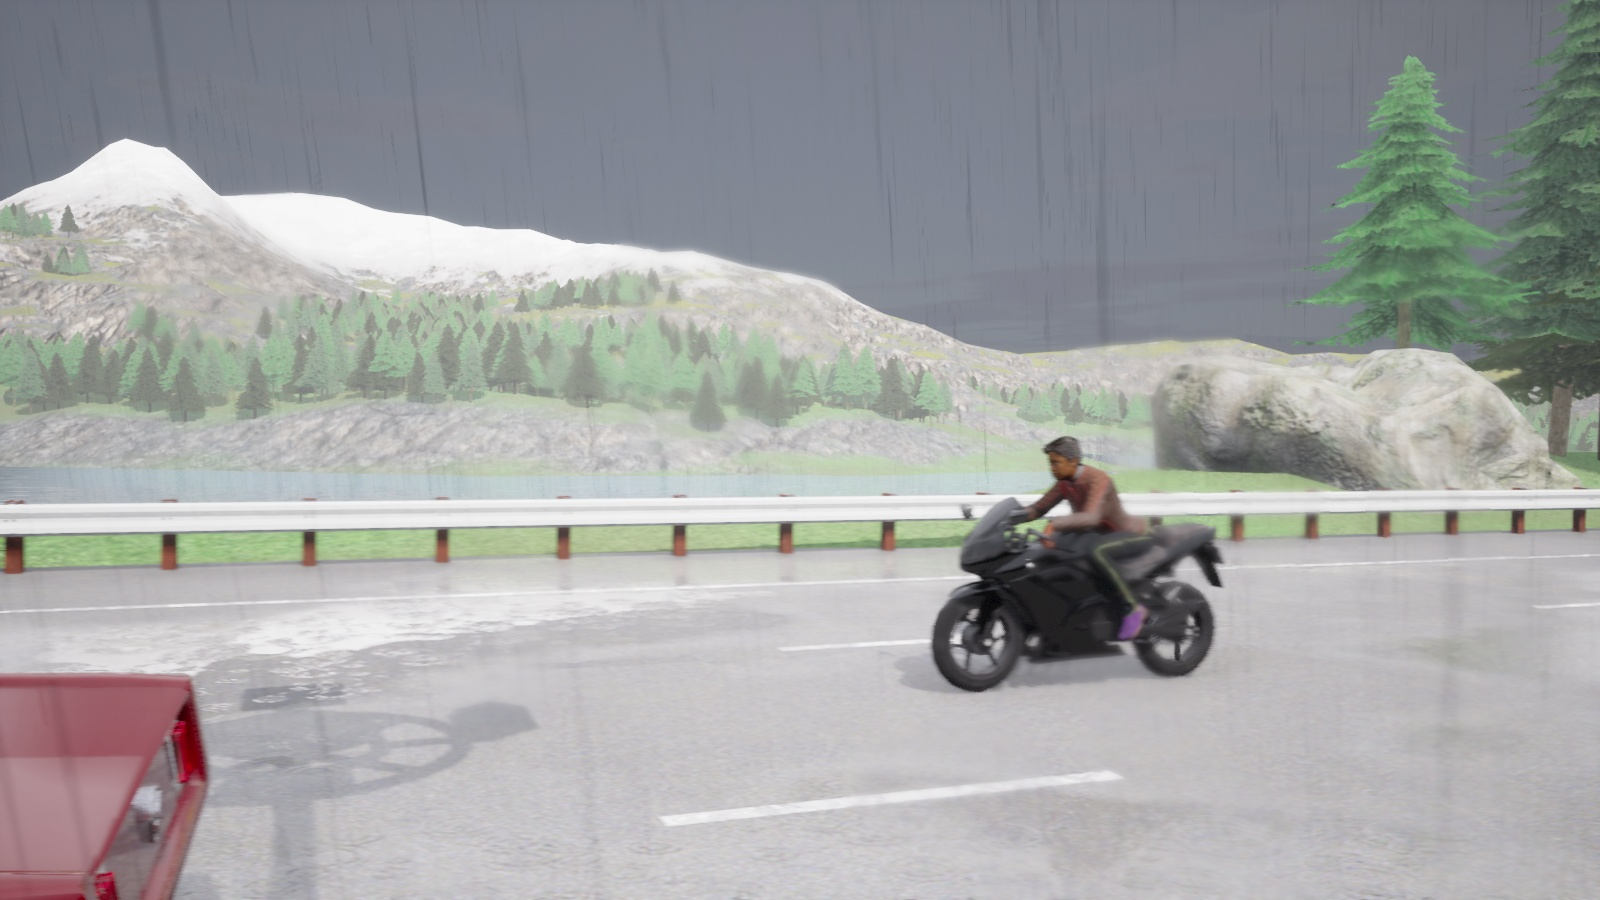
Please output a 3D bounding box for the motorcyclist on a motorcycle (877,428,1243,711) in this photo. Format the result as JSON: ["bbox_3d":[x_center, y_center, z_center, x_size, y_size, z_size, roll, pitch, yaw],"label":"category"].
[{"bbox_3d":[1.567,0.640,7.577,2.044,1.523,0.797,-1,1,-21],"label":"motorcyclist on a motorcycle"}]

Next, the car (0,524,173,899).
[{"bbox_3d":[-3.660,0.908,1.851,4.718,1.301,1.895,-1,1,-21],"label":"car"}]
